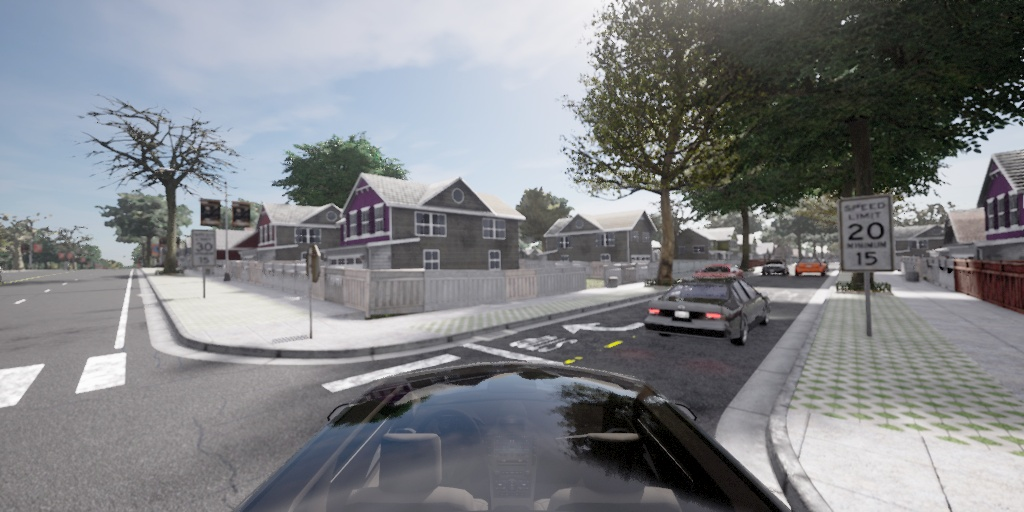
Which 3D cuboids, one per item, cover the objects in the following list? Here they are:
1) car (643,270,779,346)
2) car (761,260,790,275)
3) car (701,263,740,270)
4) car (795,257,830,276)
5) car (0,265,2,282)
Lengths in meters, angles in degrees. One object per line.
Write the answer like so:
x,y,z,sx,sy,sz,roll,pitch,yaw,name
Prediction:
5.262,1.254,9.323,2.033,1.411,5.357,-2,-1,43,car
26.662,1.163,36.275,1.812,1.442,4.674,-2,-2,43,car
11.781,1.202,20.478,1.882,1.535,5.008,-2,-1,43,car
27.909,0.912,33.481,2.097,1.767,4.553,-2,-1,43,car
-40.313,1.061,26.681,5.566,2.045,2.150,-1,0,44,car
